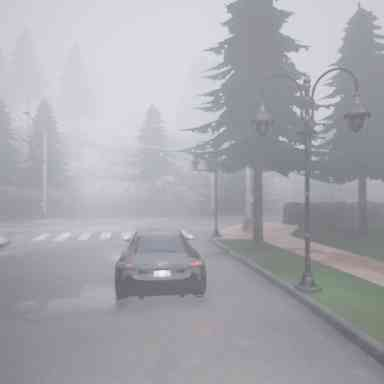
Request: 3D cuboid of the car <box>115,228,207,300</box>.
[{"bbox_3d":[-0.857,1.620,8.668,1.994,1.385,4.181,0,0,-7],"label":"car"}]
